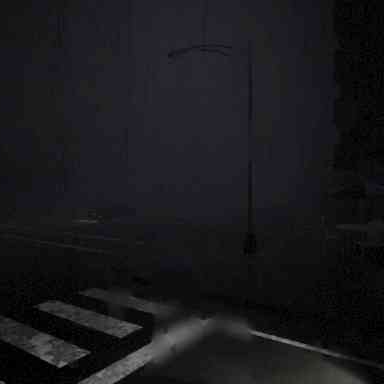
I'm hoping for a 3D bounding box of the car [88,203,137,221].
[{"bbox_3d":[-6.723,1.619,28.453,1.994,1.385,4.181,0,0,36],"label":"car"}]
